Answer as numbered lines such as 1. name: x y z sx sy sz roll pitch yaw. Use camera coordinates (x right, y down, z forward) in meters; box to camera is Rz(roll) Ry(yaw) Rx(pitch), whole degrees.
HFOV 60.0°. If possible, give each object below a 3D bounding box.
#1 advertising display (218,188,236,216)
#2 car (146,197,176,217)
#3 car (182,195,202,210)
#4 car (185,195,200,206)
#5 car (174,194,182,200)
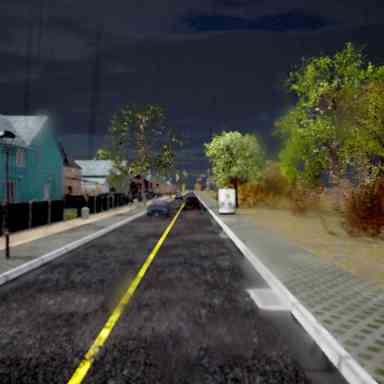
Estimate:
1. advertising display: 3.025 0.895 28.911 1.540 2.440 0.280 0 0 0
2. car: -2.836 1.414 29.447 2.033 1.411 5.357 0 0 0
3. car: 0.046 1.324 39.984 1.837 1.490 4.892 0 0 1
4. car: 0.024 1.268 50.196 2.128 1.511 4.902 0 0 0
5. car: -2.720 1.160 69.971 2.033 1.411 5.357 0 0 0
